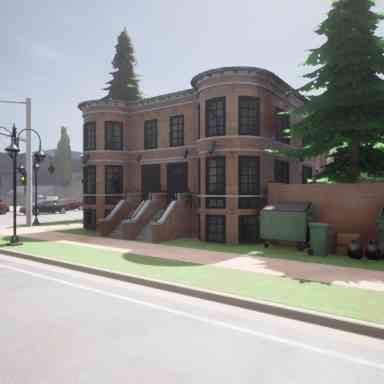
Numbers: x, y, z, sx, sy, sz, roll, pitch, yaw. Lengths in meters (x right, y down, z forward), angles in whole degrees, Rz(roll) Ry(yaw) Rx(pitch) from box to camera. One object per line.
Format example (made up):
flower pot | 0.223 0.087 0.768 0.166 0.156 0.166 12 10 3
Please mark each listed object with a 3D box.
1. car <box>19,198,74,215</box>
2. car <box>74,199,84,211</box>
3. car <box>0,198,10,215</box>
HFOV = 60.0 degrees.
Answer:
car | -14.802 1.505 33.568 1.837 1.490 4.892 0 0 34
car | -14.974 1.478 39.563 1.882 1.535 5.008 0 0 33
car | -20.189 1.352 31.957 2.097 1.767 4.553 0 0 35
